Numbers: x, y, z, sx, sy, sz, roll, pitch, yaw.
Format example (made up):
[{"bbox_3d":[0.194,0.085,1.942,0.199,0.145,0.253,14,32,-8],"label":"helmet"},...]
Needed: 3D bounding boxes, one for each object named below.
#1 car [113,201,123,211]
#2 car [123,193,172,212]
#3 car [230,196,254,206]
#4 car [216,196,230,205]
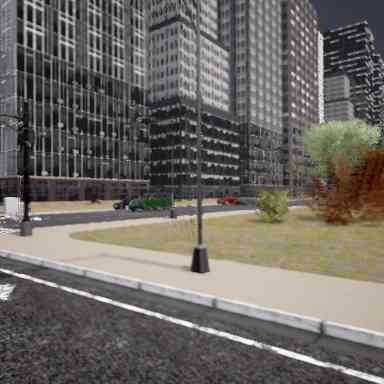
[{"bbox_3d":[-7.217,1.458,39.633,1.837,1.490,4.892,-1,0,37],"label":"car"},{"bbox_3d":[-4.652,1.145,37.646,2.150,2.045,5.566,-1,0,37],"label":"car"},{"bbox_3d":[8.982,1.497,55.564,2.033,1.411,5.357,-1,0,37],"label":"car"},{"bbox_3d":[6.084,1.458,57.128,1.882,1.535,5.008,-1,-1,37],"label":"car"}]
